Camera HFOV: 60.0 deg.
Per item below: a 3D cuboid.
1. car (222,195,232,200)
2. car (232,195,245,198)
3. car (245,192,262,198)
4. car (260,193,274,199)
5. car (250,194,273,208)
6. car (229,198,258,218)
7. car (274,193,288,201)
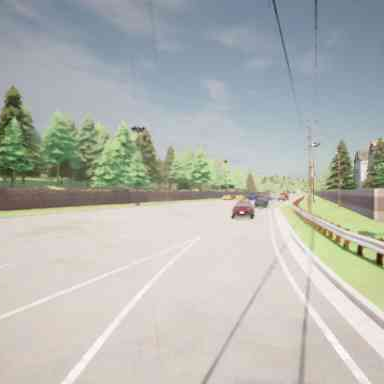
[{"bbox_3d":[9.458,1.505,89.122,1.882,1.535,5.008,0,0,20],"label":"car"},{"bbox_3d":[12.755,1.517,87.949,1.882,1.535,5.008,0,0,20],"label":"car"},{"bbox_3d":[16.064,1.277,86.805,2.150,2.045,5.566,0,0,20],"label":"car"},{"bbox_3d":[19.351,1.542,85.604,1.882,1.535,5.008,0,0,20],"label":"car"},{"bbox_3d":[10.362,1.530,49.402,2.128,1.511,4.902,0,0,19],"label":"car"},{"bbox_3d":[4.660,1.543,29.901,1.812,1.442,4.674,0,0,13],"label":"car"},{"bbox_3d":[22.798,1.673,84.852,1.895,1.301,4.718,0,0,20],"label":"car"}]
